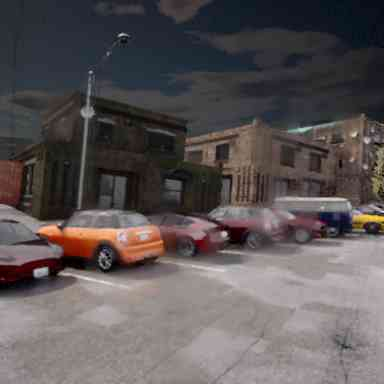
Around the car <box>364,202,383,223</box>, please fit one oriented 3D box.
[{"bbox_3d":[15.809,1.561,24.814,5.008,1.535,2.097,-1,-1,34],"label":"car"}]

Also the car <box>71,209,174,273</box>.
[{"bbox_3d":[-3.158,1.357,10.886,4.553,1.767,2.185,-1,-1,34],"label":"car"}]

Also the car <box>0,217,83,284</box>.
[{"bbox_3d":[-5.531,1.503,9.140,4.792,1.488,2.163,-1,-1,34],"label":"car"}]

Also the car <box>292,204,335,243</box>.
[{"bbox_3d":[3.947,1.512,16.151,5.008,1.535,2.097,-1,-1,34],"label":"car"}]

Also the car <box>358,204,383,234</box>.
[{"bbox_3d":[8.850,1.526,19.515,5.366,1.575,1.946,-1,-1,34],"label":"car"}]

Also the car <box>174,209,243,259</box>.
[{"bbox_3d":[-0.830,1.523,12.666,4.792,1.488,2.163,-1,-1,34],"label":"car"}]

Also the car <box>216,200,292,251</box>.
[{"bbox_3d":[1.595,1.377,14.381,4.553,1.767,2.185,-1,-1,34],"label":"car"}]

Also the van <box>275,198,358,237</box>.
[{"bbox_3d":[6.225,1.298,17.953,4.442,1.987,1.878,-1,-1,34],"label":"van"}]
